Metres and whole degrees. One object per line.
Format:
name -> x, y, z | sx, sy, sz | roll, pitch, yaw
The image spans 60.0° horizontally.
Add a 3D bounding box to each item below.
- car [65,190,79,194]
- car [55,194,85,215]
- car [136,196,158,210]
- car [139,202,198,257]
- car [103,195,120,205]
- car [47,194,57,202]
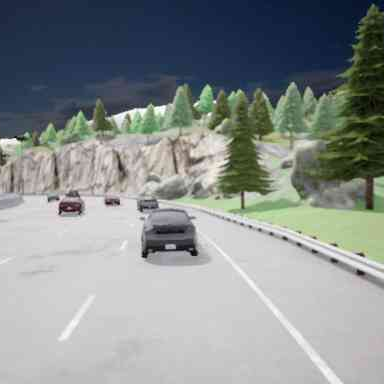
car -> -23.580, 0.636, 65.452 | 2.150, 2.045, 5.566 | -1, 1, -28
car -> -10.963, 1.206, 30.526 | 1.882, 1.535, 5.008 | -1, 0, -14
car -> -4.401, 1.091, 32.742 | 2.128, 1.511, 4.902 | -1, 1, -14
car -> -0.878, 1.343, 12.355 | 1.837, 1.490, 4.892 | -1, 1, -6
car -> -11.176, 1.113, 45.928 | 1.895, 1.301, 4.718 | -1, 1, -20
car -> -25.454, 1.039, 60.906 | 1.812, 1.442, 4.674 | -1, 1, -26
